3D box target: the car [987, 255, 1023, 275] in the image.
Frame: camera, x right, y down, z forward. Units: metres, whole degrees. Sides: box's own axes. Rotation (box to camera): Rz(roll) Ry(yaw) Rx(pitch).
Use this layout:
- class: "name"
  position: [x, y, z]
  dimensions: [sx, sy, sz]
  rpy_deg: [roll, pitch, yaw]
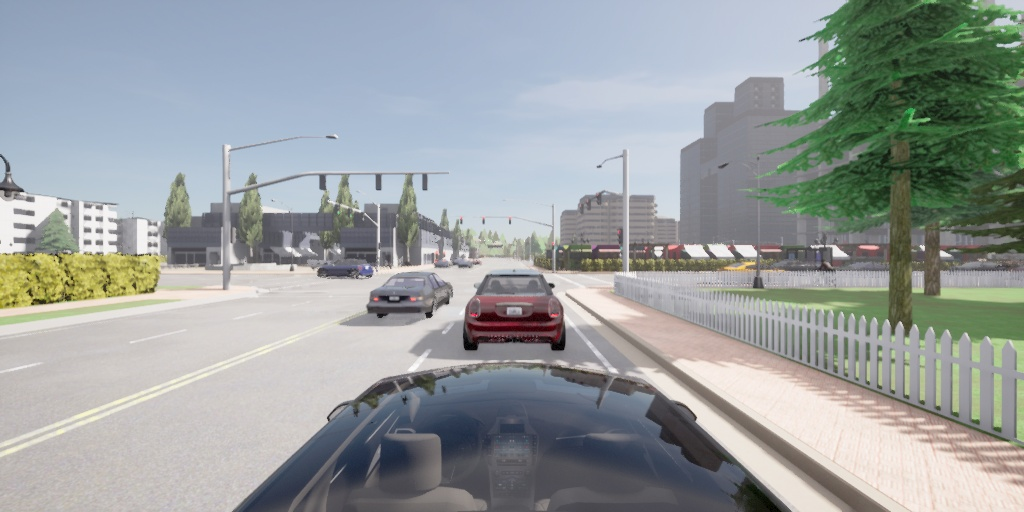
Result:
- class: "car"
  position: [47.734, 0.689, 33.119]
  dimensions: [4.553, 1.767, 2.097]
  rpy_deg: [0, 0, -1]

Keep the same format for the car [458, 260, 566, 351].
- class: "car"
  position: [0.063, 1.095, 9.140]
  dimensions: [2.097, 1.767, 4.553]
  rpy_deg: [0, 0, 0]

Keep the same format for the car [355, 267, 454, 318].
- class: "car"
  position: [-3.419, 1.286, 12.975]
  dimensions: [2.033, 1.411, 5.357]
  rpy_deg: [0, 0, 0]

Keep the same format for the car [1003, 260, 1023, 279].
- class: "car"
  position: [43.877, 1.287, 29.449]
  dimensions: [4.181, 1.385, 1.994]
  rpy_deg: [0, 0, -3]

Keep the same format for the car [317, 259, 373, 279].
- class: "car"
  position: [-14.682, 1.073, 31.539]
  dimensions: [4.553, 1.767, 2.097]
  rpy_deg: [0, 0, 13]

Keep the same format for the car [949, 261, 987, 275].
- class: "car"
  position: [47.609, 1.257, 36.618]
  dimensions: [4.674, 1.442, 1.812]
  rpy_deg: [0, 0, -1]

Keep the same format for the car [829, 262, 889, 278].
- class: "car"
  position: [32.315, 1.267, 32.822]
  dimensions: [5.357, 1.411, 2.033]
  rpy_deg: [0, 0, -1]

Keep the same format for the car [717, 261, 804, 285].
- class: "car"
  position: [17.158, 1.205, 25.301]
  dimensions: [5.008, 1.535, 1.882]
  rpy_deg: [0, 0, -1]

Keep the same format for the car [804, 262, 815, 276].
- class: "car"
  position: [27.686, 1.221, 36.208]
  dimensions: [4.892, 1.490, 1.837]
  rpy_deg: [0, 0, -1]

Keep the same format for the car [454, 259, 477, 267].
- class: "car"
  position: [-7.088, 1.246, 54.941]
  dimensions: [2.033, 1.411, 5.357]
  rpy_deg: [0, 0, 0]

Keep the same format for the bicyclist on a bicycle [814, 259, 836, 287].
- class: "bicyclist on a bicycle"
  position: [18.790, 1.033, 21.497]
  dimensions: [0.582, 1.620, 1.656]
  rpy_deg: [0, 0, -1]

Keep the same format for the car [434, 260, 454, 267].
- class: "car"
  position: [-10.587, 1.262, 54.836]
  dimensions: [1.994, 1.385, 4.181]
  rpy_deg: [0, 0, 0]
